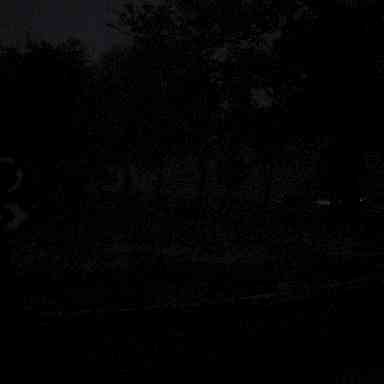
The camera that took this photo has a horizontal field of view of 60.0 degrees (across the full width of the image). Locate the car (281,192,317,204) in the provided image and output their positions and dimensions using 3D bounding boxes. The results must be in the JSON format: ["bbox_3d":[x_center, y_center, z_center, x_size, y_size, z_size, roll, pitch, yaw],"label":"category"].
[{"bbox_3d":[13.285,0.688,41.552,1.812,1.442,4.674,-1,4,-34],"label":"car"}]

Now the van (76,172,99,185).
[{"bbox_3d":[-26.325,-3.453,83.018,1.878,1.987,4.442,6,6,40],"label":"van"}]

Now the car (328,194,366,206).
[{"bbox_3d":[18.293,0.880,39.407,1.994,1.385,4.181,0,1,-23],"label":"car"}]
